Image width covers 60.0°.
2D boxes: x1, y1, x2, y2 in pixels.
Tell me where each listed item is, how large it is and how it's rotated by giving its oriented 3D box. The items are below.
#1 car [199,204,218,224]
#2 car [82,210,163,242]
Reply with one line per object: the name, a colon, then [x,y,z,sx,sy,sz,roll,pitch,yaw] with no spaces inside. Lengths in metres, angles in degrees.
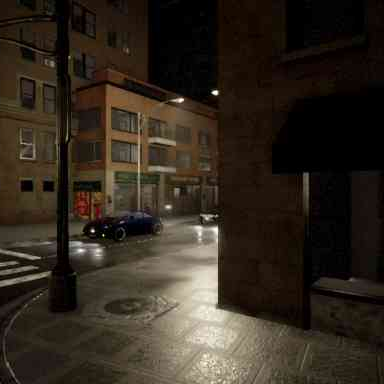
car: [2.368,1.580,24.704,1.812,1.442,4.674,0,0,35]
car: [-3.345,1.595,16.696,1.994,1.385,4.181,0,0,35]
